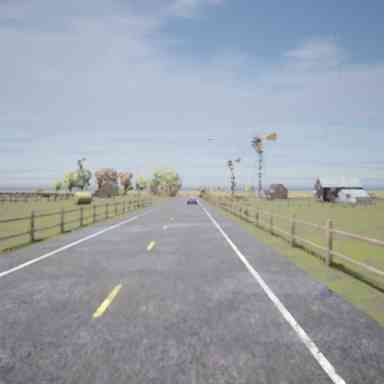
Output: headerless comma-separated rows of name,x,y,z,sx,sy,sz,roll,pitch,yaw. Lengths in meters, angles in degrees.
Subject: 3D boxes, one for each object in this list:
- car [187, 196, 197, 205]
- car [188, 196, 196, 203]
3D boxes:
car,-0.004,1.780,64.645,1.994,1.385,4.181,0,0,0
car,-0.005,1.650,74.650,1.812,1.442,4.674,0,0,0
